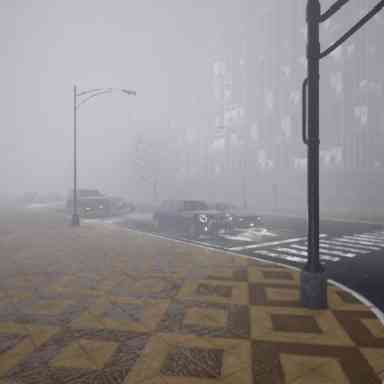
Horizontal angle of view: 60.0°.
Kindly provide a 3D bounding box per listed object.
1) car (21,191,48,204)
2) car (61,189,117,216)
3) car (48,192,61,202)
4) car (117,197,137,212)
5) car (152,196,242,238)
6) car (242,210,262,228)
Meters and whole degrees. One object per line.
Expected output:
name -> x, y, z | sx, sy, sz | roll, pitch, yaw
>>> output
car -> -20.473, 0.657, 42.560 | 2.128, 1.511, 4.902 | 0, 1, -38
car -> -8.598, 0.742, 27.334 | 2.150, 2.045, 5.566 | 0, 1, -39
car -> -19.289, 0.684, 46.345 | 1.994, 1.385, 4.181 | 0, 1, -38
car -> -6.863, 1.091, 30.390 | 1.895, 1.301, 4.718 | 0, 1, -38
car -> -0.048, 1.124, 16.512 | 2.097, 1.767, 4.553 | 0, 1, -38
car -> 1.613, 1.288, 19.706 | 2.033, 1.411, 5.357 | 0, 1, -36
